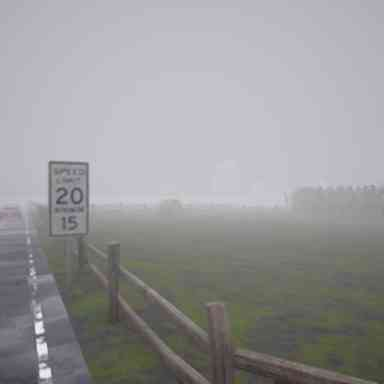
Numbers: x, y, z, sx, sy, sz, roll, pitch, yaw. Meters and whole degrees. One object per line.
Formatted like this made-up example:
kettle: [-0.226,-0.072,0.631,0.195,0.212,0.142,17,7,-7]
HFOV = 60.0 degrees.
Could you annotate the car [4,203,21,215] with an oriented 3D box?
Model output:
car: [-22.858,2.150,42.475,1.895,1.301,4.718,0,-1,-27]

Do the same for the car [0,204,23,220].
car: [-18.078,1.921,33.182,2.128,1.511,4.902,0,-1,-27]
